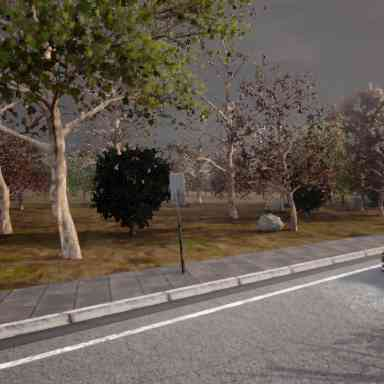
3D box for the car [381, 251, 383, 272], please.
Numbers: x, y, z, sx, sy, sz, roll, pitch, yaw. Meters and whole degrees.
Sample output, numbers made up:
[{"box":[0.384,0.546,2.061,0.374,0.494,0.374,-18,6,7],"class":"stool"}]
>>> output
[{"box":[6.997,1.483,9.004,4.892,1.490,1.837,0,0,-36],"class":"car"}]
